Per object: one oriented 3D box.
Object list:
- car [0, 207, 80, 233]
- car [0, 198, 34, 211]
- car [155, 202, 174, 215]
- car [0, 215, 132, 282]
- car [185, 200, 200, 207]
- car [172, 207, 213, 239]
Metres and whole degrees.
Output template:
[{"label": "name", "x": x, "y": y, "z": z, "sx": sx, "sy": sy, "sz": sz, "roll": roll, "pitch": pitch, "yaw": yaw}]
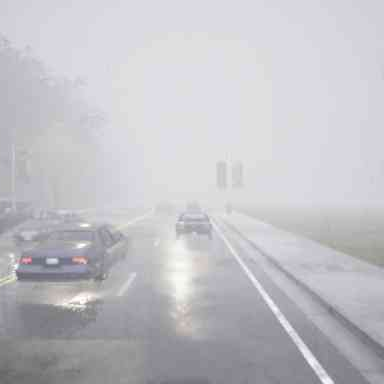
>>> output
[{"label": "car", "x": -6.561, "y": 1.607, "z": 15.782, "sx": 2.128, "sy": 1.511, "sz": 4.902, "roll": 0, "pitch": 0, "yaw": 0}, {"label": "car", "x": -9.817, "y": 1.339, "z": 16.601, "sx": 2.150, "sy": 2.045, "sz": 5.566, "roll": 0, "pitch": 0, "yaw": 0}, {"label": "car", "x": -3.147, "y": 1.823, "z": 38.143, "sx": 2.033, "sy": 1.411, "sz": 5.357, "roll": 0, "pitch": 0, "yaw": 0}, {"label": "car", "x": -3.150, "y": 1.623, "z": 10.005, "sx": 2.033, "sy": 1.411, "sz": 5.357, "roll": 0, "pitch": 0, "yaw": 0}, {"label": "car", "x": 0.104, "y": 1.841, "z": 43.923, "sx": 1.812, "sy": 1.442, "sz": 4.674, "roll": 0, "pitch": 0, "yaw": 0}, {"label": "car", "x": 0.102, "y": 1.736, "z": 18.309, "sx": 1.895, "sy": 1.301, "sz": 4.718, "roll": 0, "pitch": 0, "yaw": 0}]
